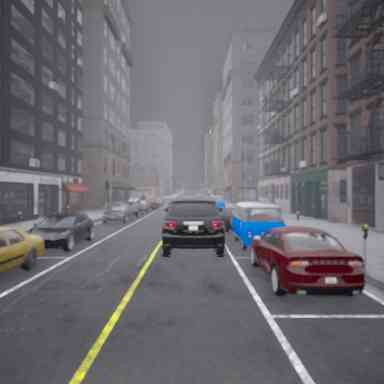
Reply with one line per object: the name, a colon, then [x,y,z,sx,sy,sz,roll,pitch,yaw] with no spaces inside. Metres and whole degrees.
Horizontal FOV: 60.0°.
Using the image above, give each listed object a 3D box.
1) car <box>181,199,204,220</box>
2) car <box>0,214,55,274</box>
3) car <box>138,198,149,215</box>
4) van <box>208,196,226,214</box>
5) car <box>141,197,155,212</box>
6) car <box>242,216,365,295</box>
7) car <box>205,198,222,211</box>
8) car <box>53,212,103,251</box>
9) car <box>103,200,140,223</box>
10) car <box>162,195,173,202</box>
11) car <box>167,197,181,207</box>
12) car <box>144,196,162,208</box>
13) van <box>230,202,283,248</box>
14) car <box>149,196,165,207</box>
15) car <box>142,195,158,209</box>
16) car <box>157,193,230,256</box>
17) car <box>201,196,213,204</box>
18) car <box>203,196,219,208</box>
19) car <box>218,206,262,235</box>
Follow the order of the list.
car: [0.065,1.478,29.355,1.837,1.490,4.892,0,1,0]
car: [-5.389,1.518,8.363,1.752,1.417,4.829,0,0,0]
car: [-5.394,1.536,30.171,1.947,1.339,4.313,0,0,0]
van: [2.630,1.305,35.582,1.690,1.788,3.998,0,0,0]
car: [-5.395,1.546,35.581,1.802,1.307,4.206,0,0,0]
car: [2.636,1.538,8.535,1.887,1.381,4.507,0,0,0]
car: [2.629,1.484,41.162,1.752,1.417,4.829,0,0,0]
car: [-5.390,1.553,13.943,1.947,1.339,4.313,0,0,0]
car: [-5.393,1.527,24.762,2.008,1.369,4.403,0,0,0]
car: [-5.404,1.477,73.446,2.008,1.369,4.403,0,0,0]
car: [-2.837,1.511,52.233,1.994,1.385,4.181,0,0,0]
car: [-5.397,1.393,46.400,1.967,1.590,4.097,0,0,0]
van: [2.635,1.329,13.945,1.690,1.788,3.998,0,0,0]
car: [-5.399,1.387,51.809,1.967,1.590,4.097,0,0,0]
car: [-5.396,1.273,40.990,2.192,1.841,5.009,0,0,0]
car: [0.063,1.212,13.175,2.150,2.045,5.566,0,0,0]
car: [2.737,1.444,61.324,1.837,1.490,4.892,0,0,0]
car: [2.628,1.393,46.401,1.967,1.590,4.097,0,0,0]
car: [2.634,1.548,19.354,1.947,1.339,4.313,0,0,0]
